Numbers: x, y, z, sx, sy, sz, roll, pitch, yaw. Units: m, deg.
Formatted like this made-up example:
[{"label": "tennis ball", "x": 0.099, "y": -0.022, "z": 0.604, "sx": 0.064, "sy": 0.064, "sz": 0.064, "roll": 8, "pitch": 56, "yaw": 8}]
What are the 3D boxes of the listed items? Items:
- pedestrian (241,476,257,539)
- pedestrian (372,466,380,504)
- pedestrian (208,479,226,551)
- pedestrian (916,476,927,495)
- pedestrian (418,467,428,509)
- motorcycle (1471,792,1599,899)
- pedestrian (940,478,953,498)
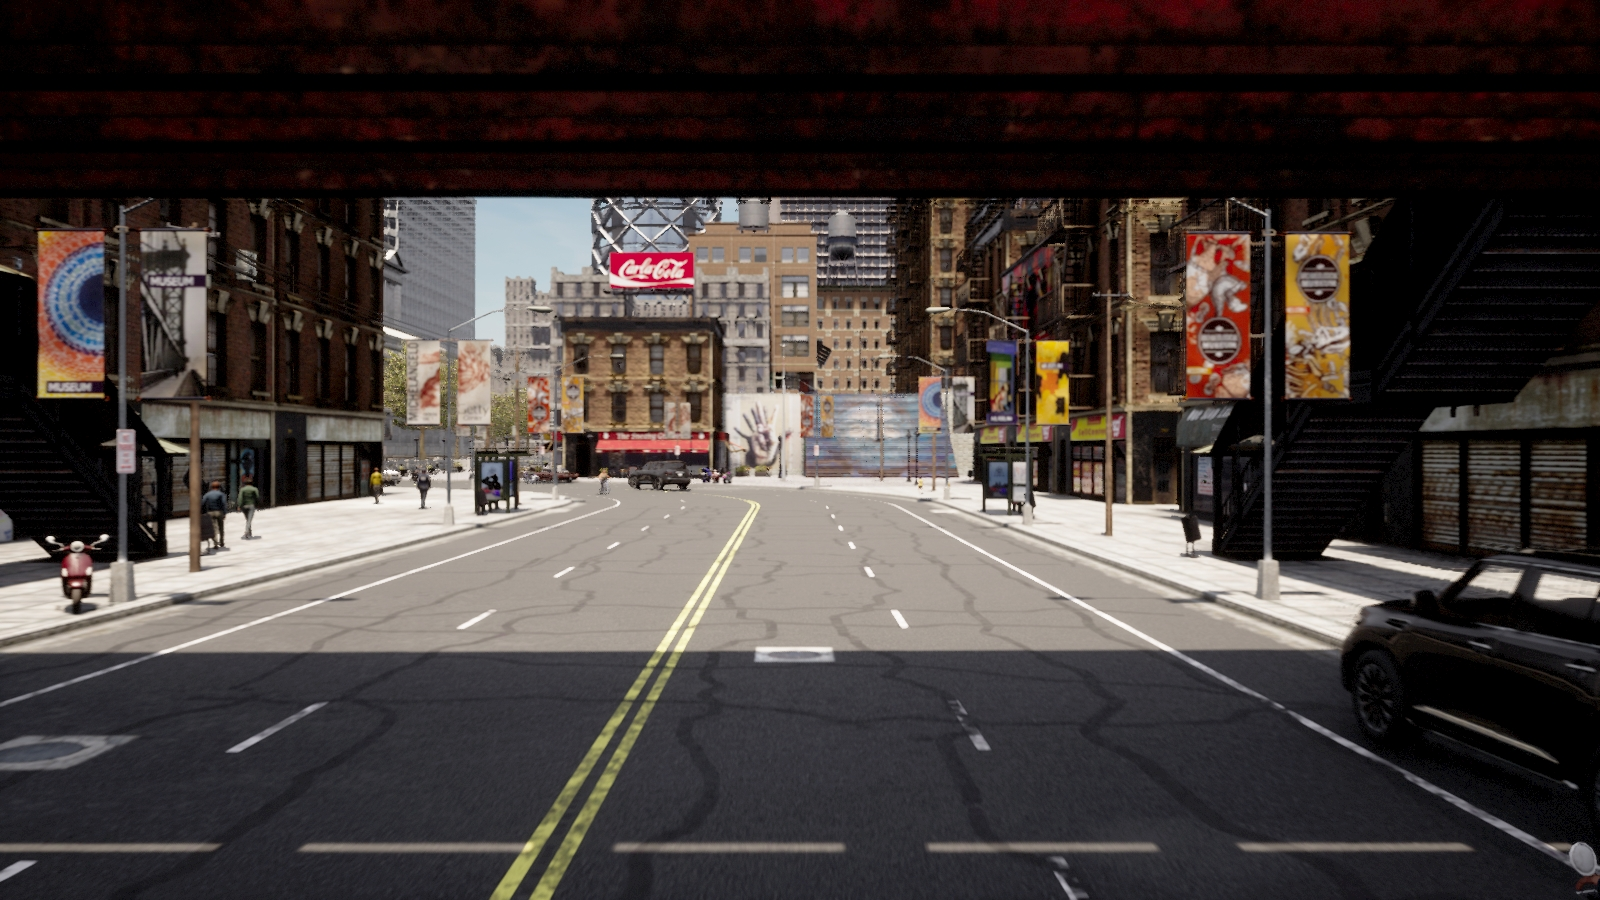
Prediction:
[{"label": "pedestrian", "x": -16.323, "y": 1.696, "z": 33.841, "sx": 0.375, "sy": 1.860, "sz": 0.375, "roll": 0, "pitch": 0, "yaw": -16}, {"label": "pedestrian", "x": -20.615, "y": 1.696, "z": 55.576, "sx": 0.375, "sy": 1.860, "sz": 0.375, "roll": 0, "pitch": 0, "yaw": -21}, {"label": "pedestrian", "x": -15.263, "y": 1.696, "z": 29.925, "sx": 0.375, "sy": 1.860, "sz": 0.375, "roll": 0, "pitch": 0, "yaw": -18}, {"label": "pedestrian", "x": 7.187, "y": 2.076, "z": 67.659, "sx": 0.500, "sy": 1.100, "sz": 0.500, "roll": 0, "pitch": 0, "yaw": -18}, {"label": "pedestrian", "x": -16.828, "y": 1.696, "z": 51.053, "sx": 0.375, "sy": 1.860, "sz": 0.375, "roll": 0, "pitch": 0, "yaw": -10}, {"label": "motorcycle", "x": 3.494, "y": 2.182, "z": 4.317, "sx": 0.856, "sy": 1.236, "sz": 1.805, "roll": 0, "pitch": 0, "yaw": 0}, {"label": "pedestrian", "x": 7.999, "y": 2.076, "z": 62.364, "sx": 0.500, "sy": 1.100, "sz": 0.500, "roll": 0, "pitch": 0, "yaw": -21}]
